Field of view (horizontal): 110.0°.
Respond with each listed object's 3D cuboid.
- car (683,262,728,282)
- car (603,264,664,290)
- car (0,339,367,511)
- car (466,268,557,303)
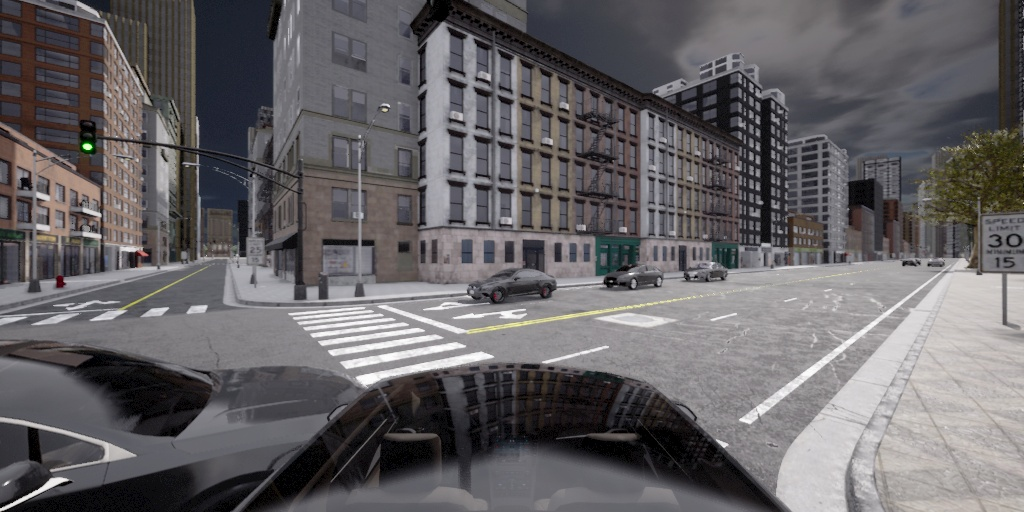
[{"bbox_3d":[15.912,1.253,29.397,4.902,1.511,2.128,0,0,-38],"label":"car"},{"bbox_3d":[7.847,1.270,22.994,4.892,1.490,1.837,0,0,-38],"label":"car"},{"bbox_3d":[-3.207,1.256,1.891,4.892,1.490,1.837,0,0,-34],"label":"car"},{"bbox_3d":[0.103,1.294,16.835,4.674,1.442,1.812,0,0,-39],"label":"car"}]
